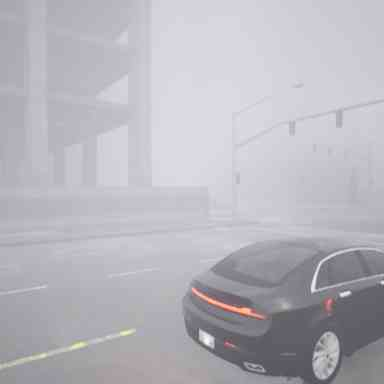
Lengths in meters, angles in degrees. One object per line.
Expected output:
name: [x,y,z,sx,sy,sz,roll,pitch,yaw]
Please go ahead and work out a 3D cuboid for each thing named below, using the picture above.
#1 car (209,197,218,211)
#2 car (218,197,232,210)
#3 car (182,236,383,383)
car: [0.358,1.451,37.020,1.895,1.301,4.718,0,0,-36]
car: [2.977,1.352,39.371,1.812,1.442,4.674,0,0,-36]
car: [2.158,1.472,5.327,4.892,1.490,1.837,0,0,-35]
